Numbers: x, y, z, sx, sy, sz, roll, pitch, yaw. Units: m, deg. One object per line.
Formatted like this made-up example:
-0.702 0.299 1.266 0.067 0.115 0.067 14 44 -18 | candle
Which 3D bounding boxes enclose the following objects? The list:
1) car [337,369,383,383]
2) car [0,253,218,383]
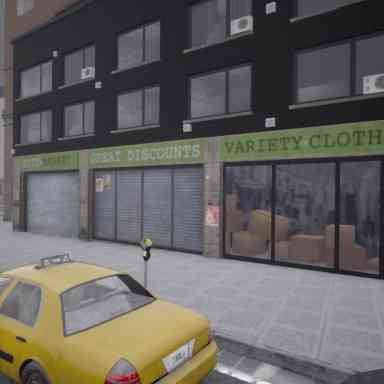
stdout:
2.689 1.551 1.177 4.403 1.369 2.008 0 1 35 | car
-2.003 1.524 4.510 4.829 1.417 1.752 0 1 35 | car
